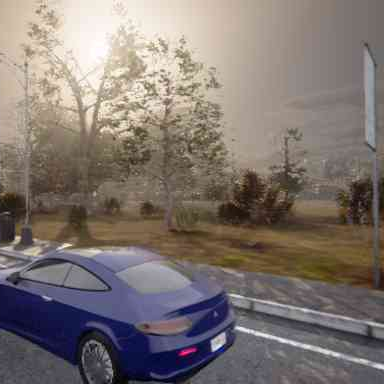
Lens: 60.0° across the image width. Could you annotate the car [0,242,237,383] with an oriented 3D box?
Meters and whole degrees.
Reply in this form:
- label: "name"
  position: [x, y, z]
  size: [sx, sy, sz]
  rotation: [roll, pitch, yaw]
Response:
- label: "car"
  position: [-1.571, 1.526, 5.114]
  size: [4.674, 1.442, 1.812]
  rotation: [0, 0, 35]
